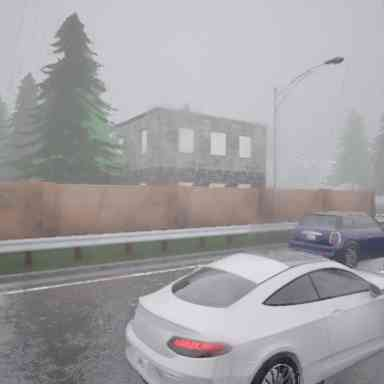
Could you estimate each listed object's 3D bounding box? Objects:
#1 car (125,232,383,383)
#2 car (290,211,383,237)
[{"bbox_3d":[1.392,1.559,4.662,4.674,1.442,1.812,0,0,-34],"label":"car"},{"bbox_3d":[5.515,1.455,11.661,4.553,1.767,2.097,1,0,-34],"label":"car"}]
